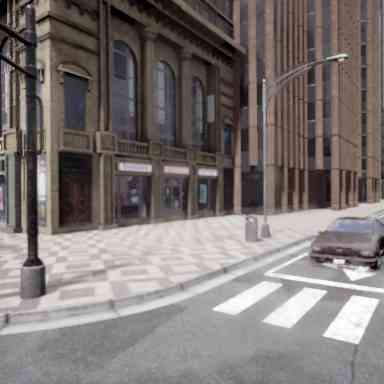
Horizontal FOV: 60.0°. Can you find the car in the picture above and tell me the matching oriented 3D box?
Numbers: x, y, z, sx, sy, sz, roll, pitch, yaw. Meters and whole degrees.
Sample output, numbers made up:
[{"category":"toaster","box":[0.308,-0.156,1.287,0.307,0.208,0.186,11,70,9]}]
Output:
[{"category":"car","box":[5.690,1.572,11.545,2.033,1.411,5.357,0,0,36]}]
